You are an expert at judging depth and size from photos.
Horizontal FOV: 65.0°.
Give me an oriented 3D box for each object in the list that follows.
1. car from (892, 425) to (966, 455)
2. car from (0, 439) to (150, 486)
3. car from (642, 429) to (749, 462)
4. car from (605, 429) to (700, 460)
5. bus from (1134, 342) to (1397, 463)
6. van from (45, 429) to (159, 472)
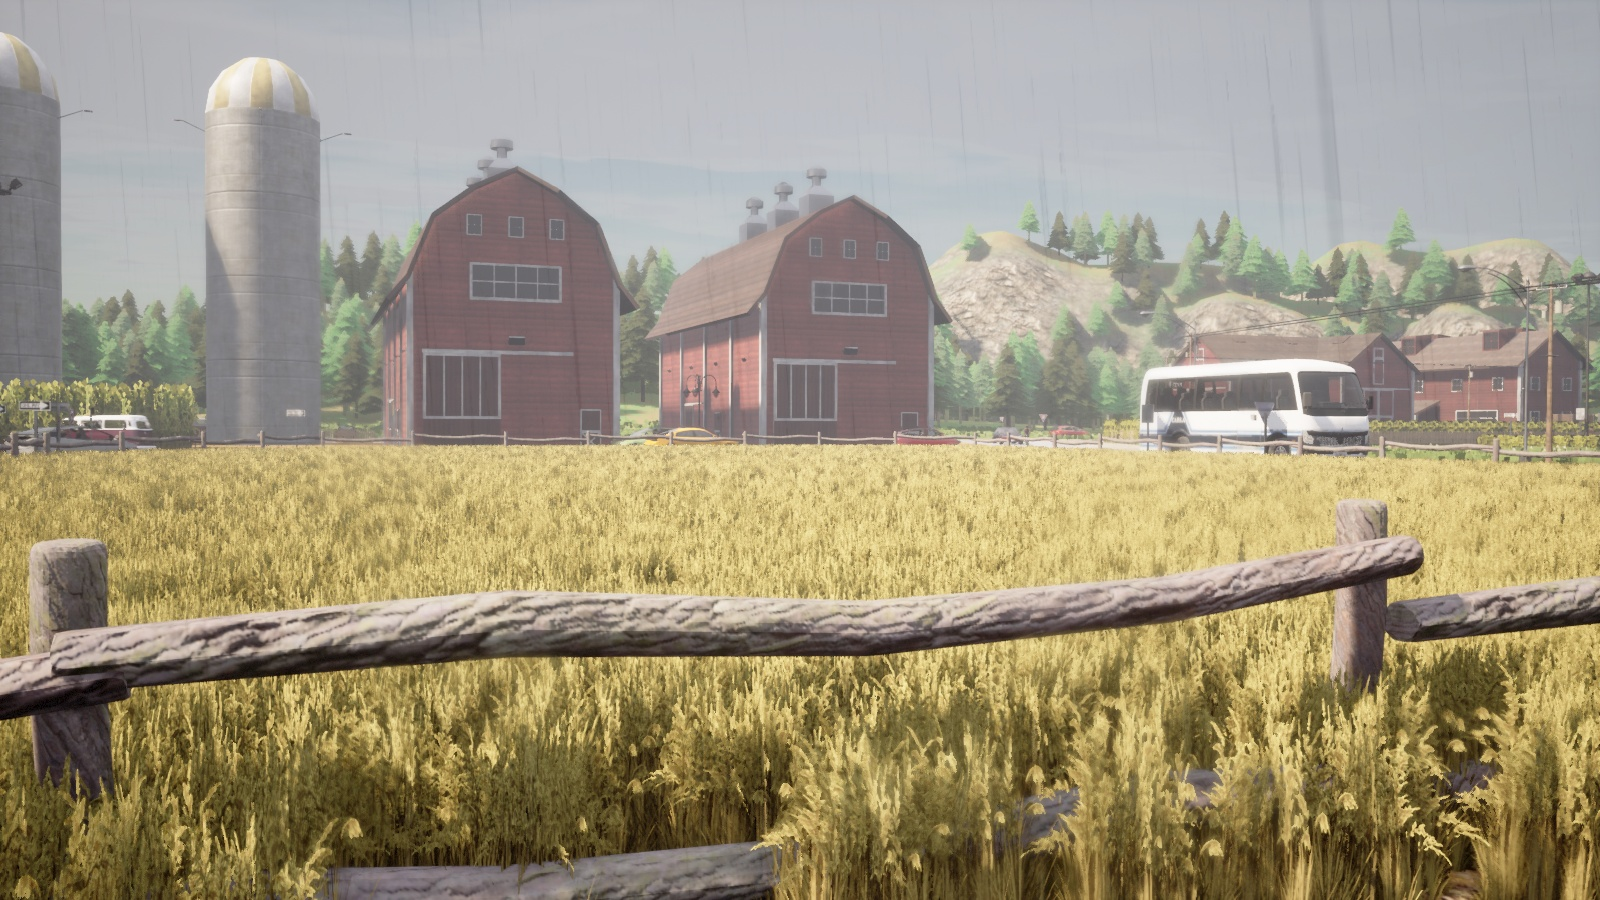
[{"bbox_3d":[6.844,-0.536,66.855,3.705,1.549,1.789,-1,1,-1],"label":"car"},{"bbox_3d":[-25.939,0.427,45.029,2.007,1.525,4.514,-1,1,18],"label":"car"},{"bbox_3d":[-5.280,-0.254,63.297,5.008,1.535,1.882,-2,1,-24],"label":"car"},{"bbox_3d":[-7.751,-0.293,66.027,4.514,1.525,2.007,-2,1,-24],"label":"car"},{"bbox_3d":[18.037,-1.767,49.780,3.944,4.253,10.273,-1,1,-21],"label":"bus"},{"bbox_3d":[-34.488,0.032,62.119,4.480,2.038,2.069,-1,0,4],"label":"van"}]
